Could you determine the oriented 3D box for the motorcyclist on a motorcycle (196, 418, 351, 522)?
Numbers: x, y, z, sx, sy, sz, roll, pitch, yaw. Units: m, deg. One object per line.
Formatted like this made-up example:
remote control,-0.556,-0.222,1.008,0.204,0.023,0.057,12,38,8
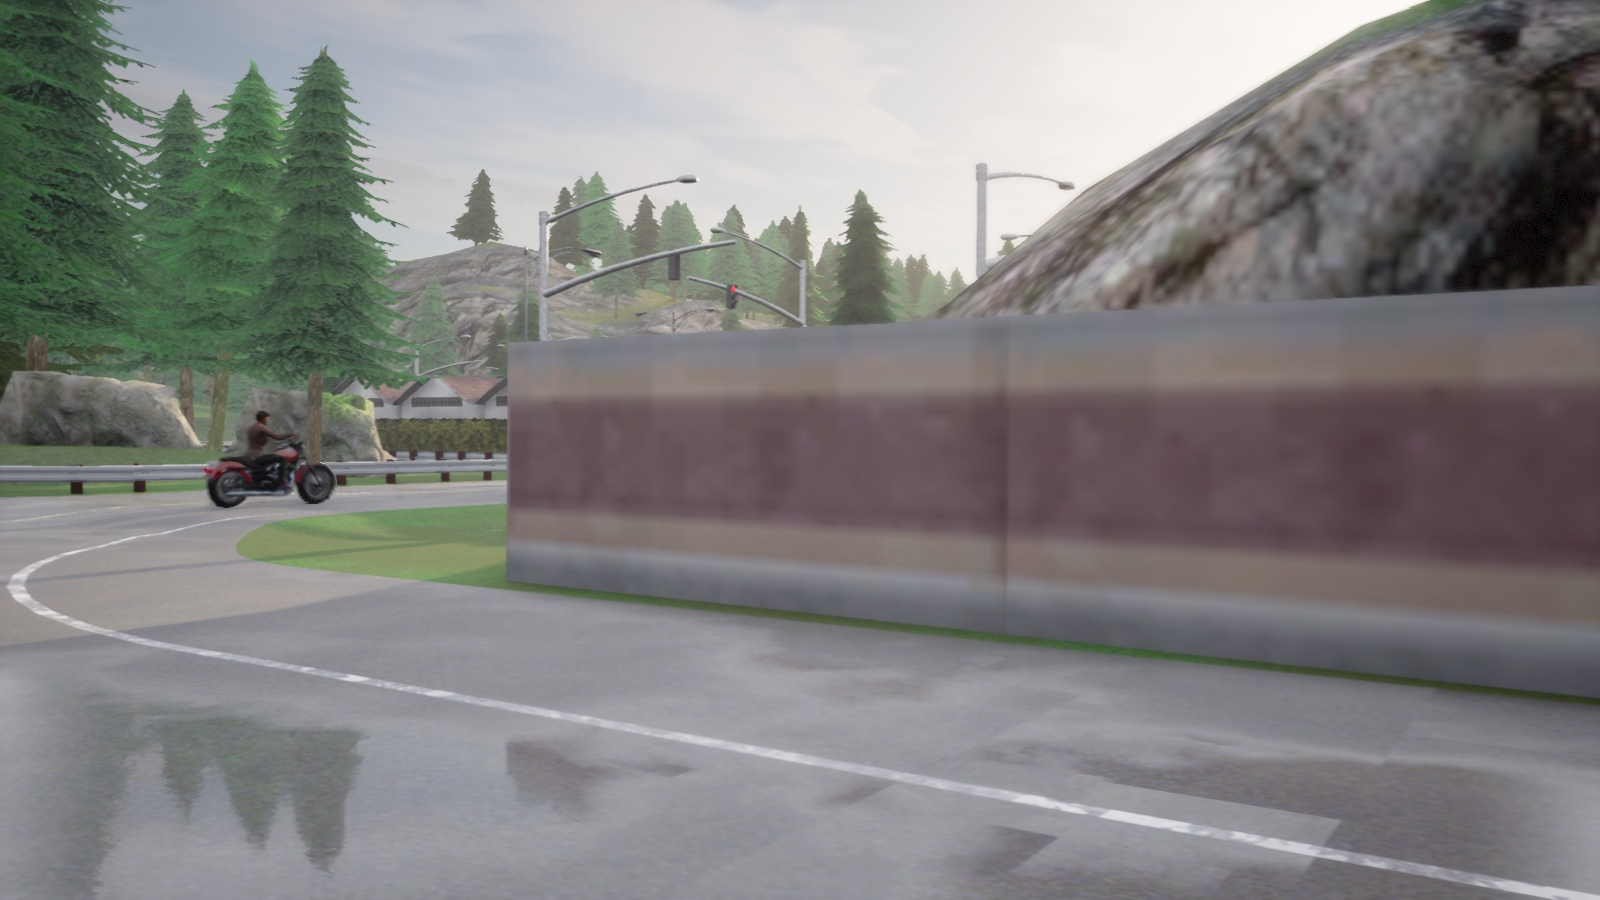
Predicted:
motorcyclist on a motorcycle,-8.777,0.303,21.033,0.766,1.649,2.350,0,1,33
